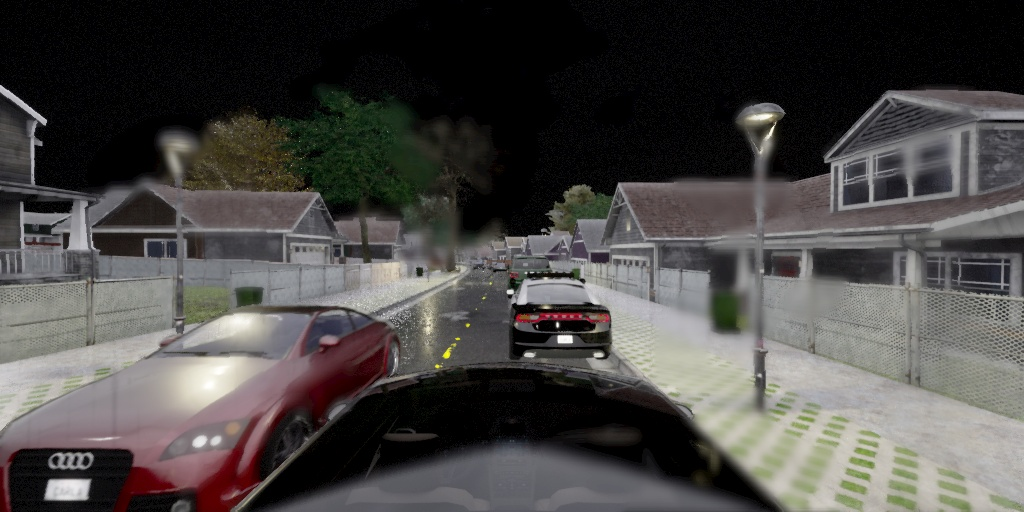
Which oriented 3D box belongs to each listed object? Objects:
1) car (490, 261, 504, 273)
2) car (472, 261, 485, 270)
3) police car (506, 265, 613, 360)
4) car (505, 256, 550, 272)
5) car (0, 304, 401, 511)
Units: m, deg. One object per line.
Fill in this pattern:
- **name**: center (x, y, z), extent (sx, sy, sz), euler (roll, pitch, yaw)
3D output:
- **car**: center (-1.522, 1.477, 47.483), extent (1.994, 1.385, 4.181), euler (0, 0, -4)
- **car**: center (-5.419, 1.572, 58.326), extent (2.033, 1.411, 5.357), euler (0, -1, -7)
- **police car**: center (0.896, 1.180, 8.516), extent (1.930, 1.638, 5.238), euler (0, 0, 0)
- **car**: center (0.841, 1.001, 18.490), extent (2.150, 2.045, 5.566), euler (0, 0, -1)
- **car**: center (-2.835, 1.313, 4.289), extent (1.994, 1.385, 4.181), euler (0, 0, 0)
